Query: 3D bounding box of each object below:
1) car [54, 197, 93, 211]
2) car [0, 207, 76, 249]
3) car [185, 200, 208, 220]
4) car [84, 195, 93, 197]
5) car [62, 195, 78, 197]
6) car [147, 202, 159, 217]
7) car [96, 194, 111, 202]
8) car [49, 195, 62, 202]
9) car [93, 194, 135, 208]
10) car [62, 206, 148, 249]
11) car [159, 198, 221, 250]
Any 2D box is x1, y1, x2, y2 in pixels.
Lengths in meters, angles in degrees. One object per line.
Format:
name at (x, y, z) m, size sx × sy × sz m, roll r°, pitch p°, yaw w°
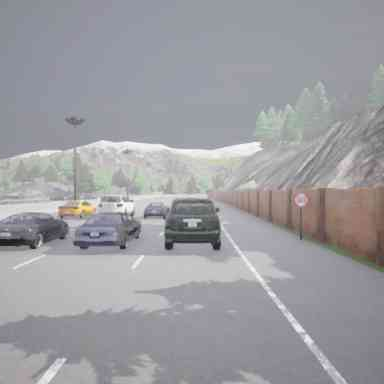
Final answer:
car at (-10.037, 1.482, 29.440) m, size 1.882 × 1.535 × 5.008 m, roll 0°, pitch 0°, yaw 2°
car at (-6.945, 1.569, 14.489) m, size 1.994 × 1.385 × 4.181 m, roll 0°, pitch 0°, yaw 1°
car at (0.457, 1.514, 29.095) m, size 1.837 × 1.490 × 4.892 m, roll 0°, pitch 0°, yaw 2°
car at (-23.220, 1.442, 74.389) m, size 1.837 × 1.490 × 4.892 m, roll 0°, pitch 0°, yaw 1°
car at (-26.720, 1.442, 74.420) m, size 1.837 × 1.490 × 4.892 m, roll 0°, pitch 0°, yaw 1°
car at (-3.041, 1.570, 29.210) m, size 1.994 × 1.385 × 4.181 m, roll 0°, pitch 0°, yaw 2°
car at (-19.720, 1.297, 74.388) m, size 2.097 × 1.767 × 4.553 m, roll 0°, pitch 0°, yaw 1°
car at (-30.220, 1.441, 74.450) m, size 1.837 × 1.490 × 4.892 m, roll 0°, pitch 0°, yaw 1°
car at (-6.538, 1.255, 29.355) m, size 2.150 × 2.045 × 5.566 m, roll 0°, pitch 0°, yaw 2°
car at (-3.446, 1.560, 14.438) m, size 2.033 × 1.411 × 5.357 m, roll 0°, pitch 0°, yaw 1°
car at (0.054, 1.255, 14.416) m, size 2.150 × 2.045 × 5.566 m, roll 0°, pitch 0°, yaw 1°
